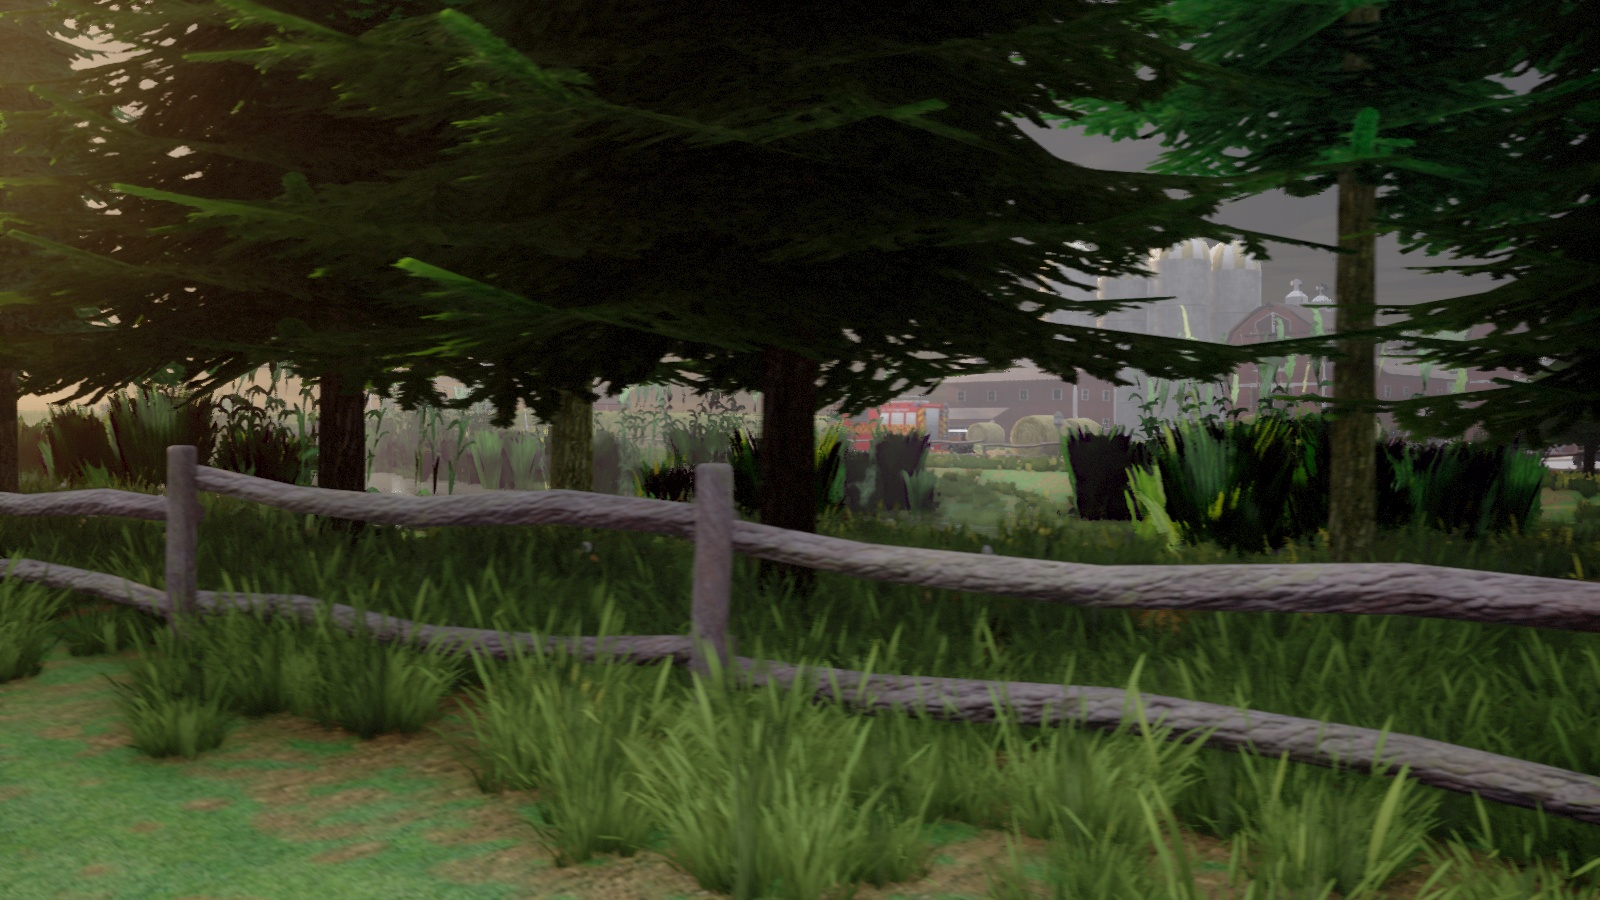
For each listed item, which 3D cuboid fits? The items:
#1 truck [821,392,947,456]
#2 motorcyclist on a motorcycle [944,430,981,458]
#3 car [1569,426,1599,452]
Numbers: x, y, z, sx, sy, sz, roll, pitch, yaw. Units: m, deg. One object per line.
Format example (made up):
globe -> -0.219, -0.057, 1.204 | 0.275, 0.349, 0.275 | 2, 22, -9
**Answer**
truck -> 5.187, -1.584, 79.402 | 2.891, 3.827, 8.468 | -1, 1, -40
motorcyclist on a motorcycle -> 8.989, -0.338, 69.505 | 0.797, 1.523, 2.044 | -1, 1, -40
car -> 46.579, -0.666, 73.152 | 4.892, 1.490, 1.837 | -1, 1, -43
